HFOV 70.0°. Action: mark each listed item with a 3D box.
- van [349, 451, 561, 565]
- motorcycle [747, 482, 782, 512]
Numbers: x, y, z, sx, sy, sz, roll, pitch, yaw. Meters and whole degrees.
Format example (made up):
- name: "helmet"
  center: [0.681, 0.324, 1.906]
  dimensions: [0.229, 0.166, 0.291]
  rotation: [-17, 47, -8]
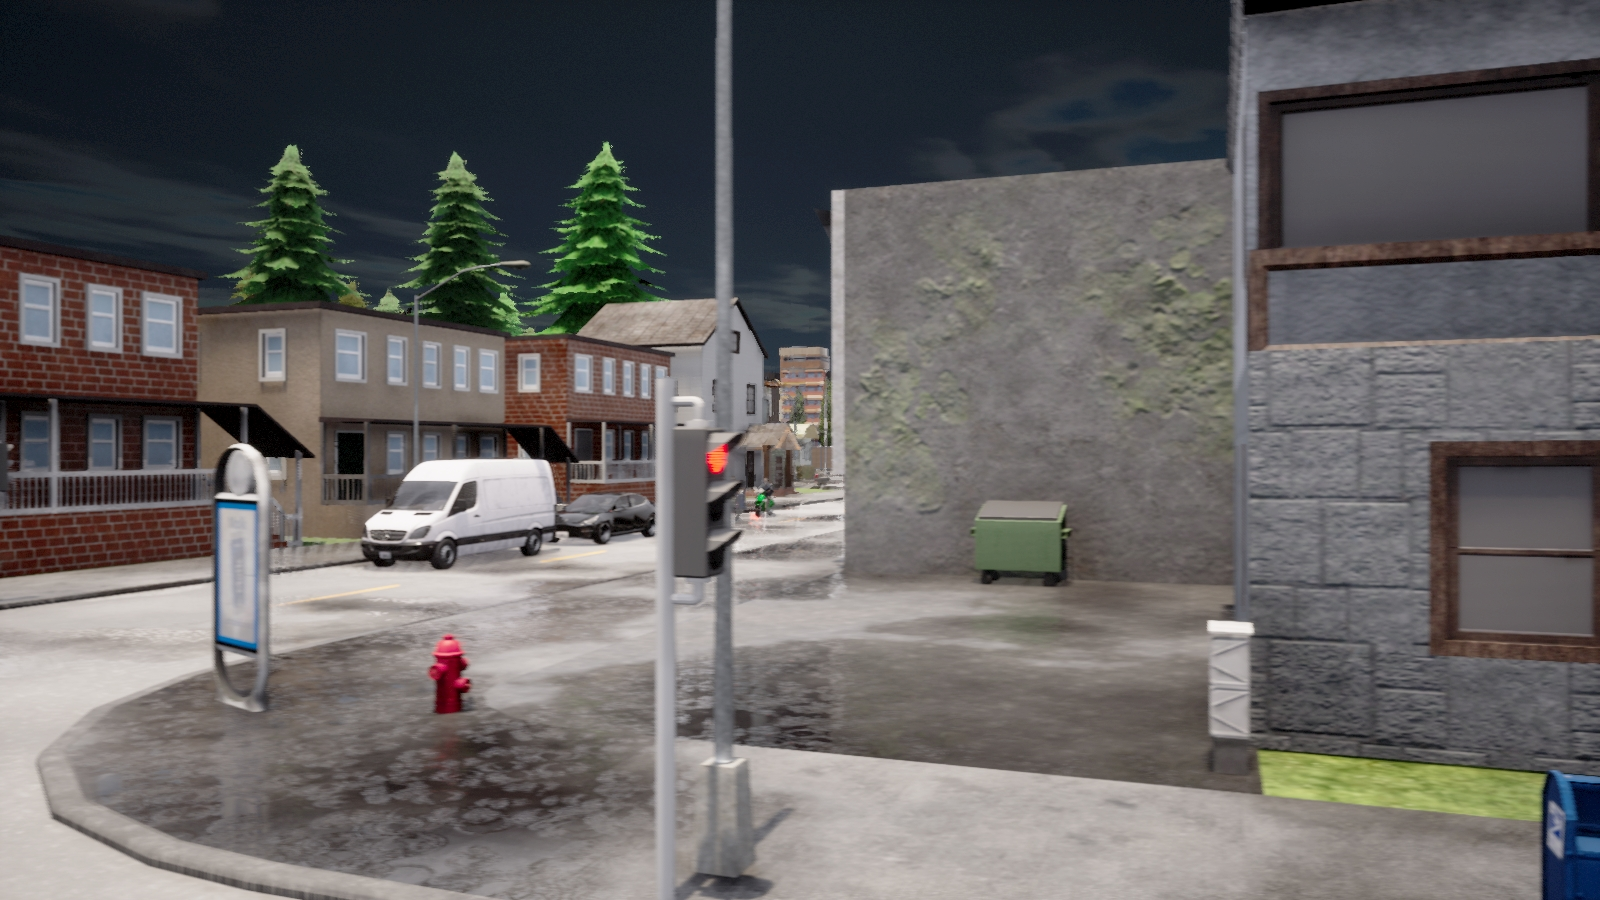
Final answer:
- name: "van"
  center: [-8.526, 1.317, 28.976]
  dimensions: [1.988, 2.561, 5.915]
  rotation: [0, 0, 20]
- name: "motorcycle"
  center: [-1.495, 1.963, 48.279]
  dimensions: [0.856, 1.236, 1.805]
  rotation: [0, -1, 20]
